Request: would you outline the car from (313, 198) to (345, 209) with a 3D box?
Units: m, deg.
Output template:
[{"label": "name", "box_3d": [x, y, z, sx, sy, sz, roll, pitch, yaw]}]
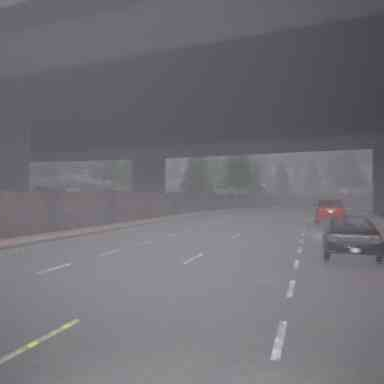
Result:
[{"label": "car", "box_3d": [10.667, 1.490, 25.869, 2.150, 2.045, 5.566, 0, 0, 20]}]

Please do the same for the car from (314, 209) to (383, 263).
[{"label": "car", "box_3d": [5.905, 1.622, 12.622, 2.128, 1.511, 4.902, 0, 0, 20]}]
